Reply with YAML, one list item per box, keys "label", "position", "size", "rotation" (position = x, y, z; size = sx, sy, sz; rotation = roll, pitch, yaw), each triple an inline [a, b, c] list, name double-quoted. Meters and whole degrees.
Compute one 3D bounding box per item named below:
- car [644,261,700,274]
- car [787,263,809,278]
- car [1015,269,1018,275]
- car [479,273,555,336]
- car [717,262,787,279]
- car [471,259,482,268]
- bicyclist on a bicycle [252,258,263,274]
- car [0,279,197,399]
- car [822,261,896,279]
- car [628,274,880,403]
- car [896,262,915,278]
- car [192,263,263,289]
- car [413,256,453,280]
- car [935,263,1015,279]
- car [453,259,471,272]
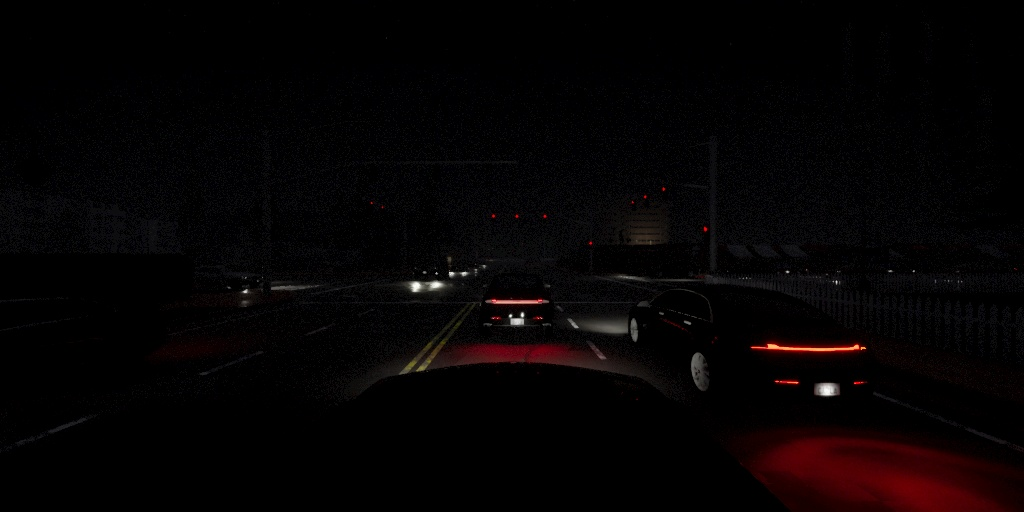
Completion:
- label: "car"
  position: [14.933, 1.255, 33.545]
  size: [4.892, 1.490, 1.837]
  rotation: [0, 0, 1]
- label: "car"
  position: [24.672, 1.297, 33.663]
  size: [5.357, 1.411, 2.033]
  rotation: [0, 0, -1]
- label: "car"
  position: [44.857, 1.313, 34.000]
  size: [4.181, 1.385, 1.994]
  rotation: [0, 0, -1]
- label: "car"
  position: [0.134, 1.242, 10.372]
  size: [2.128, 1.511, 4.902]
  rotation: [0, 0, 0]
- label: "car"
  position: [19.627, 1.241, 30.067]
  size: [4.902, 1.511, 2.128]
  rotation: [0, 0, -1]
- label: "car"
  position: [-6.698, 1.253, 61.010]
  size: [1.837, 1.490, 4.892]
  rotation: [0, 0, 1]
- label: "bicyclist on a bicycle"
  position: [-26.161, 1.051, 36.892]
  size: [0.582, 1.620, 1.656]
  rotation: [0, 0, -3]
- label: "car"
  position: [-7.088, 1.241, 4.331]
  size: [2.128, 1.511, 4.902]
  rotation: [0, 0, 0]
- label: "car"
  position: [28.887, 1.276, 30.231]
  size: [4.674, 1.442, 1.812]
  rotation: [0, 0, -1]
- label: "car"
  position: [3.589, 1.255, 6.467]
  size: [1.837, 1.490, 4.892]
  rotation: [0, 0, 1]
- label: "car"
  position: [34.970, 1.242, 33.847]
  size: [4.902, 1.511, 2.128]
  rotation: [0, 0, -1]
- label: "car"
  position: [-18.154, 1.276, 22.300]
  size: [4.674, 1.442, 1.812]
  rotation: [0, 0, 0]
- label: "car"
  position: [-6.913, 0.973, 31.202]
  size: [2.150, 2.045, 5.566]
  rotation: [0, 0, 0]
- label: "car"
  position: [38.886, 1.276, 30.411]
  size: [4.674, 1.442, 1.812]
  rotation: [0, 0, -1]
- label: "car"
  position: [-6.813, 1.255, 46.476]
  size: [1.837, 1.490, 4.892]
  rotation: [0, 0, 0]
